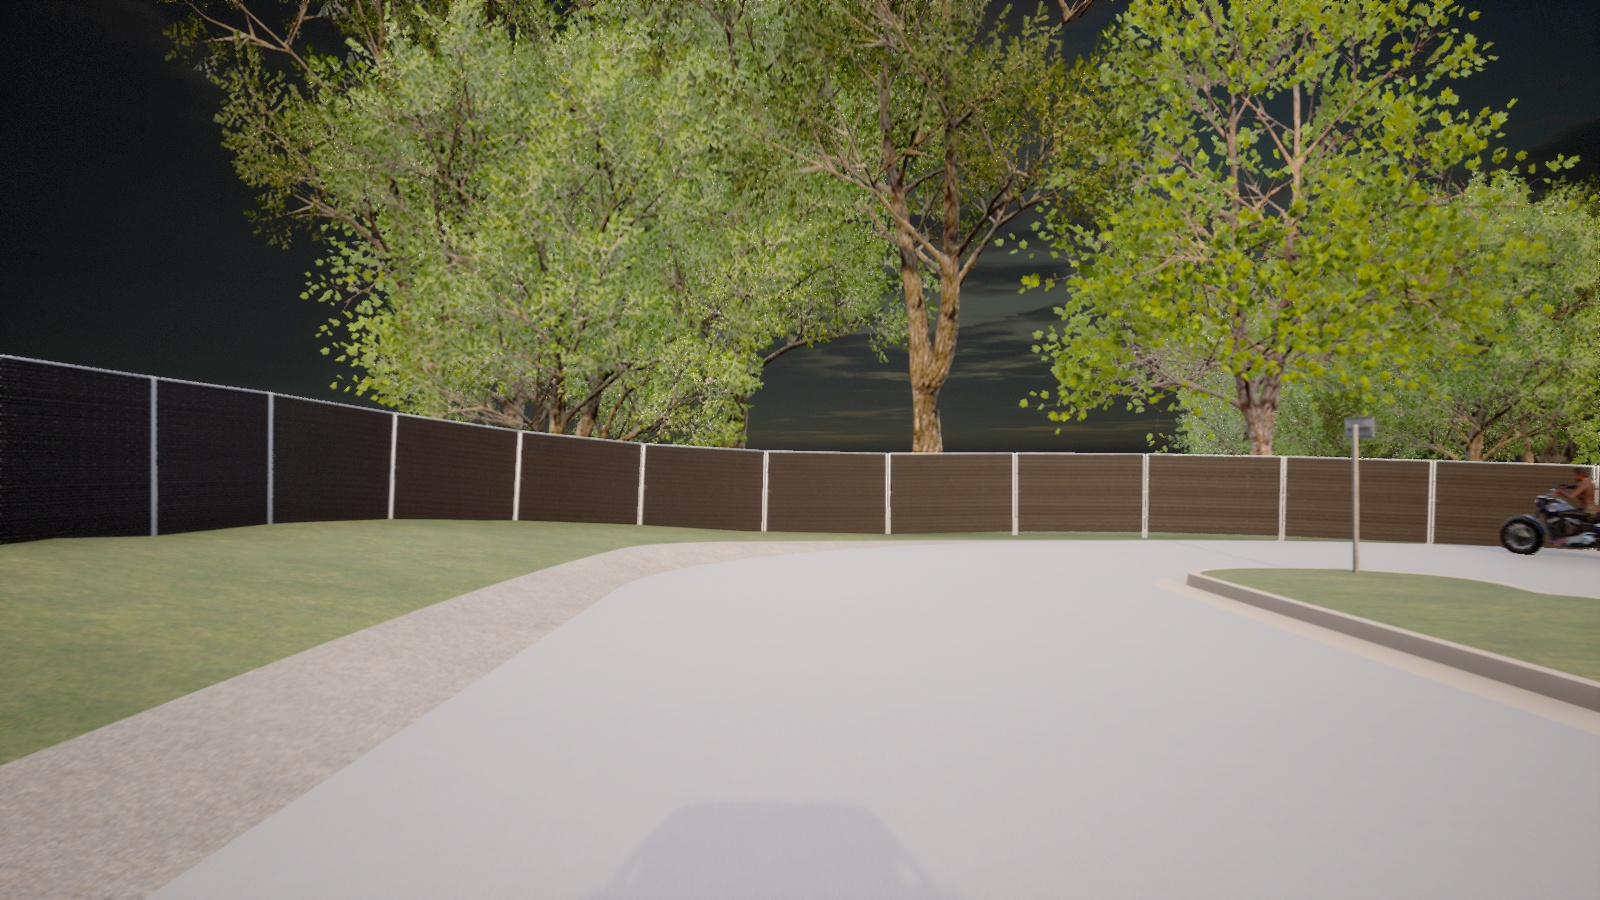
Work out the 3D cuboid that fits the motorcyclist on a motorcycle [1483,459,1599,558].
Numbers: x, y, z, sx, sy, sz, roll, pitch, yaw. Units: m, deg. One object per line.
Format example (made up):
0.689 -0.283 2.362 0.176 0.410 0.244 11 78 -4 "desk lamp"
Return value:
13.470 0.997 22.165 0.766 1.649 2.350 -3 1 -33 "motorcyclist on a motorcycle"
